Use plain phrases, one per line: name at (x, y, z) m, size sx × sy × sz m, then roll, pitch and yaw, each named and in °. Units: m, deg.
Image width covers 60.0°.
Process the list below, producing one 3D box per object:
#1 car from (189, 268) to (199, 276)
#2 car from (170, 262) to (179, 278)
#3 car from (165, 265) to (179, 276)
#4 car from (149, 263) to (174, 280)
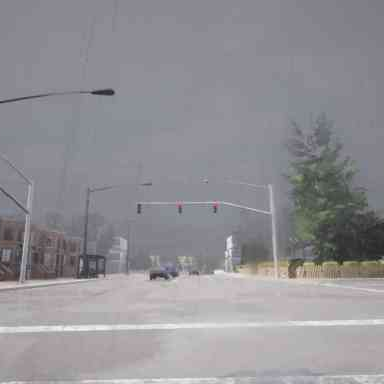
car at (0.386, 14.644, 61.314) m, size 2.033 × 1.411 × 5.357 m, roll -1°, pitch -13°, yaw 0°
car at (-3.368, 10.786, 46.091) m, size 2.150 × 2.045 × 5.566 m, roll -1°, pitch -13°, yaw 0°
car at (-3.307, 13.131, 55.501) m, size 2.097 × 1.767 × 4.553 m, roll -1°, pitch -13°, yaw 0°
car at (-3.424, 8.774, 36.101) m, size 2.033 × 1.411 × 5.357 m, roll -1°, pitch -13°, yaw 0°
